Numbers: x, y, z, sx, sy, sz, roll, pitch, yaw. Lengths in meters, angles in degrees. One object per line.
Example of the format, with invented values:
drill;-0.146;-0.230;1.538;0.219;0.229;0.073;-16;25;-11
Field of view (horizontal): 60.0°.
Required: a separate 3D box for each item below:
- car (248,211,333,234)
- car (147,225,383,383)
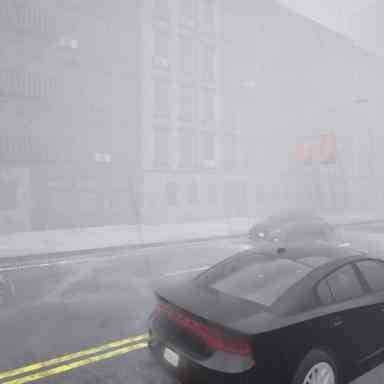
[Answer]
car;4.480;1.561;14.815;4.181;1.385;1.994;0;0;-35
car;1.822;1.477;4.725;5.008;1.535;1.882;0;0;-35
